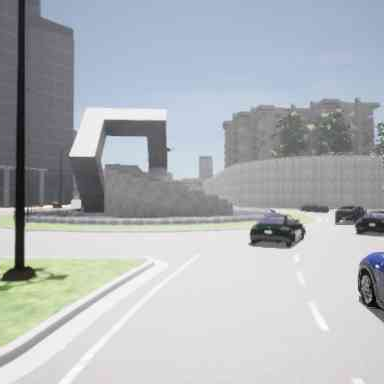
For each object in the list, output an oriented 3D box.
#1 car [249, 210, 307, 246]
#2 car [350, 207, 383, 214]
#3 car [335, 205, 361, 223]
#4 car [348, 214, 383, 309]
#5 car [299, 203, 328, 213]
[{"bbox_3d":[4.352,1.787,16.671,1.994,1.385,4.181,0,-1,28],"label":"car"},{"bbox_3d":[11.588,1.850,20.449,1.994,1.385,4.181,-1,-1,42],"label":"car"},{"bbox_3d":[13.880,1.904,28.791,1.837,1.490,4.892,-1,-1,40],"label":"car"},{"bbox_3d":[4.377,1.429,5.232,2.097,1.767,4.553,0,-1,8],"label":"car"},{"bbox_3d":[17.071,2.196,46.806,1.994,1.385,4.181,1,-1,-22],"label":"car"}]
